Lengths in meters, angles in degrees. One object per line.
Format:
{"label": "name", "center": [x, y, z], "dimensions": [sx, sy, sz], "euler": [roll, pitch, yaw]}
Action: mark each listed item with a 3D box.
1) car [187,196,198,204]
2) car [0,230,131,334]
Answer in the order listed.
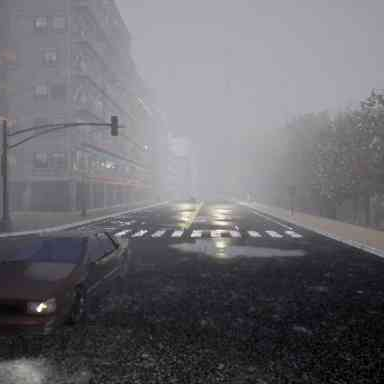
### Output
{"label": "car", "center": [0.078, 1.556, 61.766], "dimensions": [1.837, 1.490, 4.892], "euler": [0, 0, 3]}
{"label": "car", "center": [-2.760, 1.596, 7.416], "dimensions": [2.033, 1.411, 5.357], "euler": [0, 0, 3]}
